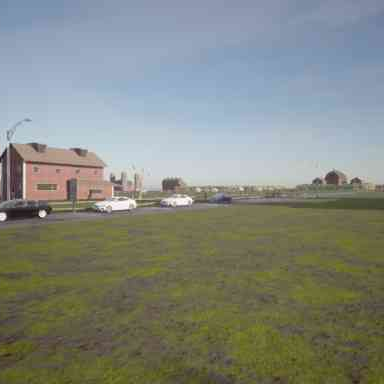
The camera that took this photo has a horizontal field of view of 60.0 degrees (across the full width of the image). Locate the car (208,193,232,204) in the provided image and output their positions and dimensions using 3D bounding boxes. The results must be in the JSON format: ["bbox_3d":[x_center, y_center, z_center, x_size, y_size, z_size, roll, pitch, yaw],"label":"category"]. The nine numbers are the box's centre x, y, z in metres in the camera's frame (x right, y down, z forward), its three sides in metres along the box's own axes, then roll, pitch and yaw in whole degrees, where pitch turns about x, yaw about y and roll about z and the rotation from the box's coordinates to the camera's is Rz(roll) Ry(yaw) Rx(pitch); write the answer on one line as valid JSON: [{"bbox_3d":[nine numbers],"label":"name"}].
[{"bbox_3d":[4.142,0.875,48.171,1.812,1.442,4.674,1,1,36],"label":"car"}]

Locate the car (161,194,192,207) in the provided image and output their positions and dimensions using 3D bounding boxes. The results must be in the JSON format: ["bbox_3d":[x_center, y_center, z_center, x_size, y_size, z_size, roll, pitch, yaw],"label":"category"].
[{"bbox_3d":[-1.770,1.026,40.062,1.812,1.442,4.674,1,1,36],"label":"car"}]

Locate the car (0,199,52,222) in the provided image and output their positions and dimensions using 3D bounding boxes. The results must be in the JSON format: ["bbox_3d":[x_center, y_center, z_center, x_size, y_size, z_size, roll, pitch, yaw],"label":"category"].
[{"bbox_3d":[-12.913,1.285,24.677,1.837,1.490,4.892,1,1,36],"label":"car"}]

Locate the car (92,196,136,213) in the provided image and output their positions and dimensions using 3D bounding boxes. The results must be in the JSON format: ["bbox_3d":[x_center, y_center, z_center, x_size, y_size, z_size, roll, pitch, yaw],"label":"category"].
[{"bbox_3d":[-7.421,1.170,32.257,1.812,1.442,4.674,1,1,36],"label":"car"}]
